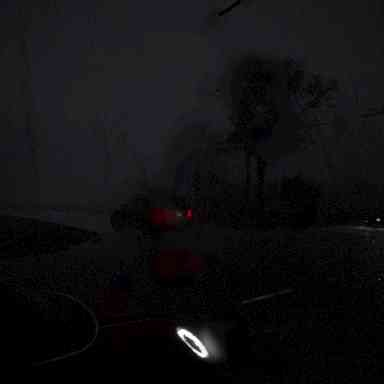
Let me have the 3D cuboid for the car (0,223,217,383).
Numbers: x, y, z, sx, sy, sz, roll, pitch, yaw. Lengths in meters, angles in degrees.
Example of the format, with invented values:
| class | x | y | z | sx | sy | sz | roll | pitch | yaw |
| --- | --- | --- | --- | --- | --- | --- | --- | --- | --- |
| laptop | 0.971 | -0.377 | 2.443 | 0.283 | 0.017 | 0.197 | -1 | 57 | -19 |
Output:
| class | x | y | z | sx | sy | sz | roll | pitch | yaw |
| --- | --- | --- | --- | --- | --- | --- | --- | --- | --- |
| car | -1.959 | 1.352 | 2.481 | 4.553 | 1.767 | 2.097 | 0 | 0 | -37 |

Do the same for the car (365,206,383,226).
| class | x | y | z | sx | sy | sz | roll | pitch | yaw |
| --- | --- | --- | --- | --- | --- | --- | --- | --- | --- |
| car | 13.335 | 1.565 | 22.053 | 4.181 | 1.385 | 1.994 | 0 | 0 | -35 |

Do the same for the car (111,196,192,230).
| class | x | y | z | sx | sy | sz | roll | pitch | yaw |
| --- | --- | --- | --- | --- | --- | --- | --- | --- | --- |
| car | -2.309 | 1.220 | 17.901 | 2.150 | 2.045 | 5.566 | 0 | 0 | -39 |
